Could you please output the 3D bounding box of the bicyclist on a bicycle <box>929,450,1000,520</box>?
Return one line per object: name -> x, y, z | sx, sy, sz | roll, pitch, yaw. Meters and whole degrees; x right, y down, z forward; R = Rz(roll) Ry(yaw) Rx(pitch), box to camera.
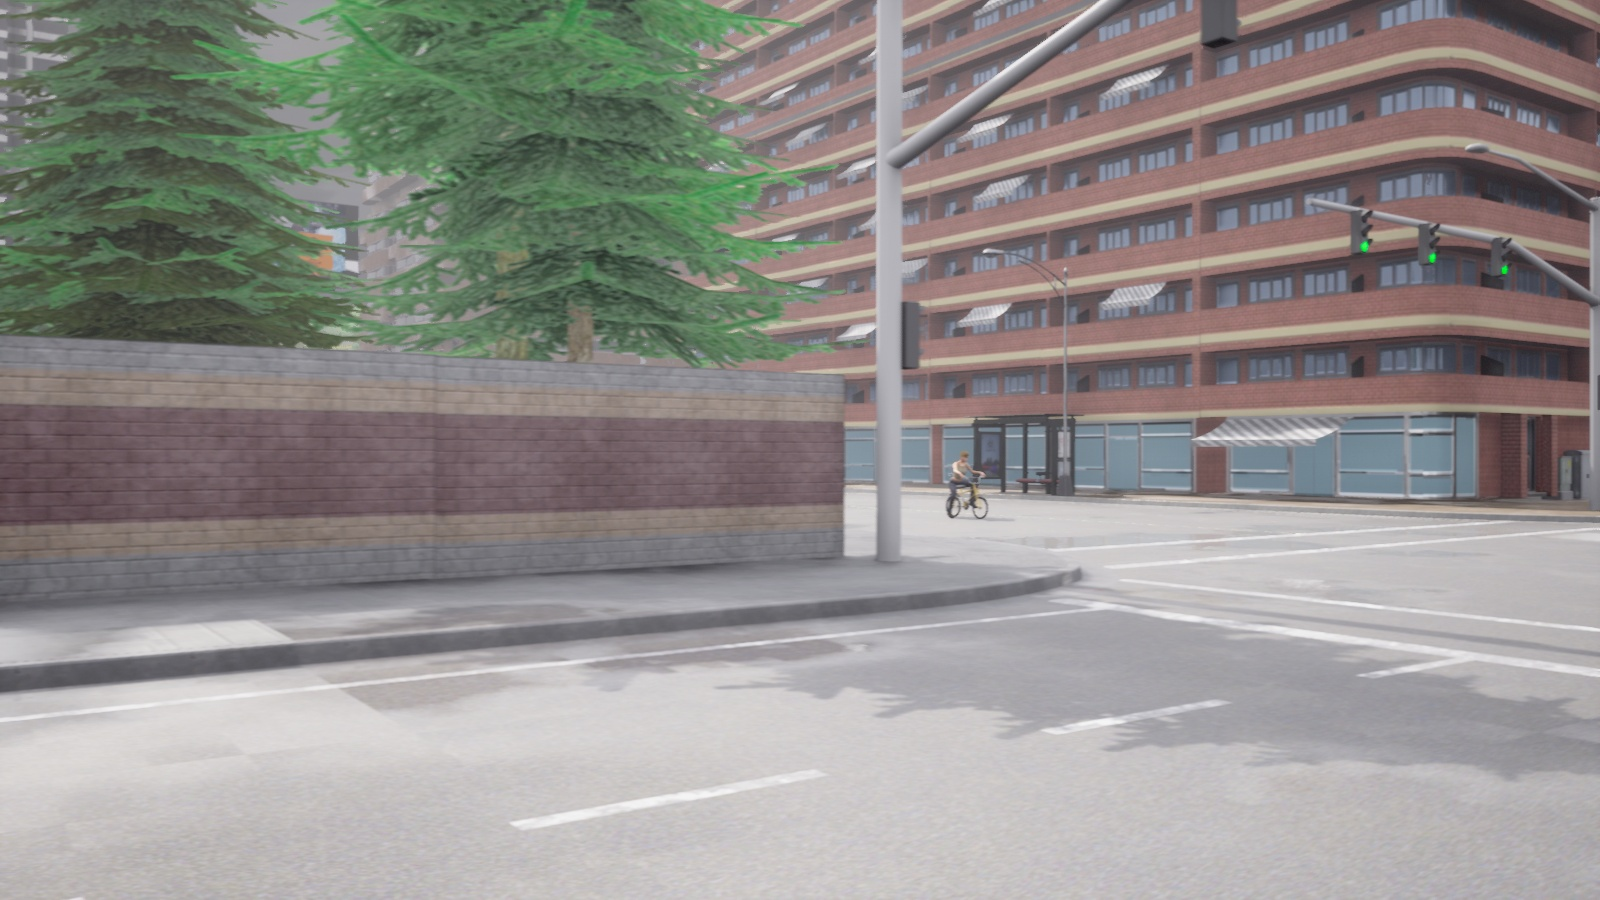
bicyclist on a bicycle -> 3.878, 0.801, 29.699 | 0.866, 1.612, 1.509 | 0, 0, -34
